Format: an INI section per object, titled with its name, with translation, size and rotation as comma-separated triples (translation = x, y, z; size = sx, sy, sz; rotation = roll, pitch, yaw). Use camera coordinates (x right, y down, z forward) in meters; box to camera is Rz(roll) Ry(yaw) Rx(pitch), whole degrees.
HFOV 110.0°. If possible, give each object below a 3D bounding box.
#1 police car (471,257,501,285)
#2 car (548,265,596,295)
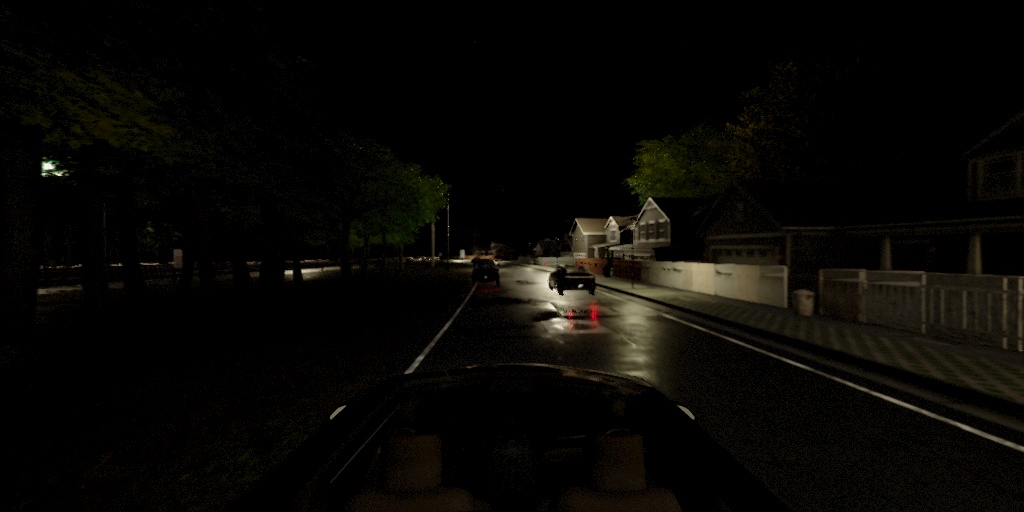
[police car]
translation = -1.840, 1.136, 25.504
size = 1.930, 1.638, 5.238
rotation = 0, 0, -4
[car]
translation = 3.121, 1.208, 19.338
size = 2.128, 1.511, 4.902
rotation = 0, 0, -3
